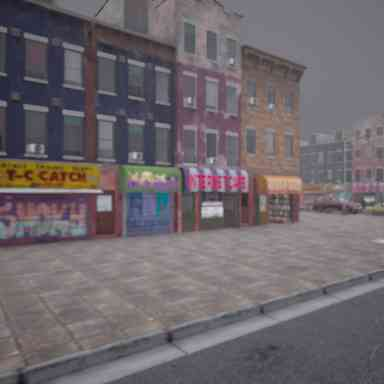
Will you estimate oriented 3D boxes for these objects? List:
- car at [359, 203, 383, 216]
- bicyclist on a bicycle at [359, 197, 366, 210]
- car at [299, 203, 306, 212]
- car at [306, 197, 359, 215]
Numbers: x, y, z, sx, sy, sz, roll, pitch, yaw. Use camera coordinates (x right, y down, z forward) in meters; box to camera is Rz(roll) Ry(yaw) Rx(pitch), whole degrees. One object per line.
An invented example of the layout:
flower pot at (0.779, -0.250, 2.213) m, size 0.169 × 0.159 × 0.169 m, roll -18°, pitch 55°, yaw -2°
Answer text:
car at (18.503, 1.601, 30.633) m, size 1.752 × 1.417 × 4.829 m, roll 0°, pitch 0°, yaw -36°
bicyclist on a bicycle at (19.758, 1.406, 38.554) m, size 1.656 × 1.620 × 0.582 m, roll 0°, pitch 0°, yaw -36°
car at (12.033, 1.686, 39.620) m, size 1.802 × 1.307 × 4.206 m, roll 0°, pitch 0°, yaw -36°
car at (15.218, 1.405, 35.195) m, size 2.192 × 1.841 × 5.009 m, roll 0°, pitch 0°, yaw -36°
